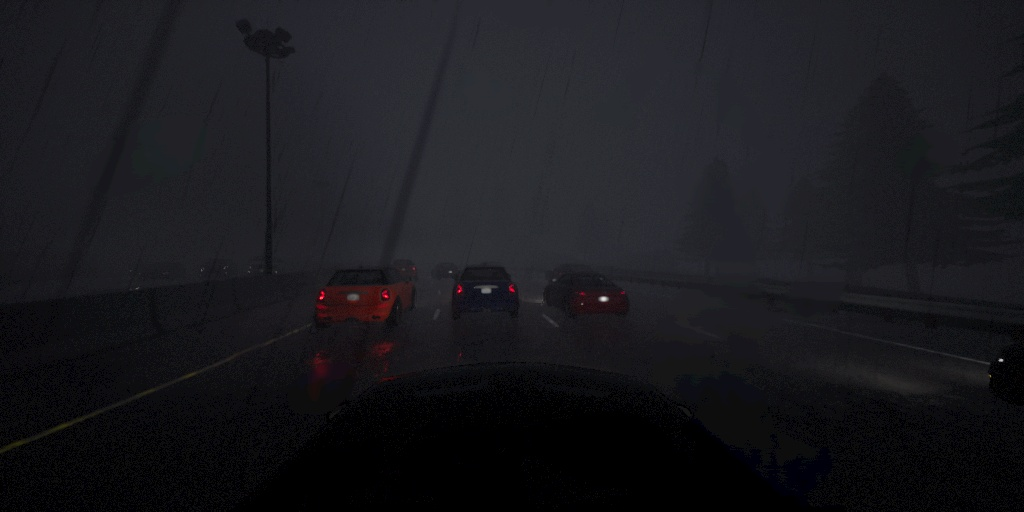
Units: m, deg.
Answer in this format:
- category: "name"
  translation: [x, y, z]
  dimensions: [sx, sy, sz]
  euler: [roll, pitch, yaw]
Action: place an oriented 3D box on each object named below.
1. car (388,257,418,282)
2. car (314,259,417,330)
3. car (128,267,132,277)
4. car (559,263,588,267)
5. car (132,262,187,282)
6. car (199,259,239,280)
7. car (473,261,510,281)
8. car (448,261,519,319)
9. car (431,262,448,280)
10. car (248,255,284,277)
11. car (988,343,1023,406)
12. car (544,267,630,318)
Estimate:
- category: "car"
  translation: [-8.996, 1.024, 29.296]
  dimensions: [2.097, 1.767, 4.553]
  euler: [0, 0, -20]
- category: "car"
  translation: [-4.367, 1.080, 11.355]
  dimensions: [2.097, 1.767, 4.553]
  euler: [0, 0, -7]
- category: "car"
  translation: [-36.589, 1.304, 35.926]
  dimensions: [2.033, 1.411, 5.357]
  euler: [0, 0, -37]
- category: "car"
  translation: [3.908, 1.190, 23.725]
  dimensions: [2.033, 1.411, 5.357]
  euler: [0, 0, -15]
- category: "car"
  translation: [-28.187, 1.228, 29.087]
  dimensions: [1.882, 1.535, 5.008]
  euler: [0, 0, -28]
- category: "car"
  translation: [-25.406, 1.083, 31.243]
  dimensions: [2.097, 1.767, 4.553]
  euler: [0, 0, -29]
- category: "car"
  translation: [-1.837, 1.165, 30.081]
  dimensions: [1.812, 1.442, 4.674]
  euler: [0, 0, -20]
- category: "car"
  translation: [-1.073, 1.060, 12.887]
  dimensions: [2.097, 1.767, 4.553]
  euler: [0, 0, -8]
- category: "car"
  translation: [-5.513, 1.219, 29.931]
  dimensions: [1.994, 1.385, 4.181]
  euler: [0, 0, -20]
- category: "car"
  translation: [-21.823, 0.933, 32.048]
  dimensions: [2.150, 2.045, 5.566]
  euler: [0, 0, -27]
- category: "car"
  translation: [6.819, 1.225, 2.327]
  dimensions: [1.837, 1.490, 4.892]
  euler: [0, 0, -1]
- category: "car"
  translation: [2.471, 1.258, 12.764]
  dimensions: [1.994, 1.385, 4.181]
  euler: [0, 0, -8]
